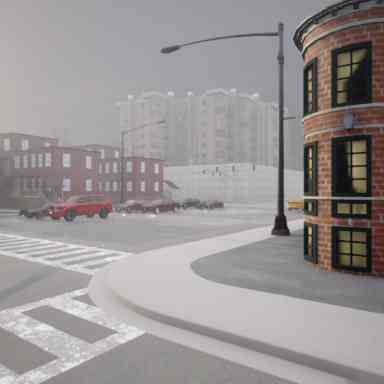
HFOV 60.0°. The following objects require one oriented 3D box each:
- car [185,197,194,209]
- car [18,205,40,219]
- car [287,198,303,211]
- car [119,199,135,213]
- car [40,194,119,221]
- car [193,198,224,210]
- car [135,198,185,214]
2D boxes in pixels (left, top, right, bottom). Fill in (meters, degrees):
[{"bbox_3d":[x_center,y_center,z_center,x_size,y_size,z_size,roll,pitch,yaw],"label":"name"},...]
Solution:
[{"bbox_3d":[-0.706,1.492,45.289,2.128,1.511,4.902,0,0,36],"label":"car"},{"bbox_3d":[-12.212,1.547,29.235,2.033,1.411,5.357,0,0,36],"label":"car"},{"bbox_3d":[13.160,1.478,40.312,1.882,1.535,5.008,0,0,36],"label":"car"},{"bbox_3d":[-6.483,1.526,37.227,1.812,1.442,4.674,0,0,35],"label":"car"},{"bbox_3d":[-9.131,1.221,27.524,2.150,2.045,5.566,0,0,36],"label":"car"},{"bbox_3d":[2.514,1.564,43.776,1.994,1.385,4.181,0,0,35],"label":"car"},{"bbox_3d":[-3.337,1.478,35.624,1.882,1.535,5.008,0,0,36],"label":"car"}]
